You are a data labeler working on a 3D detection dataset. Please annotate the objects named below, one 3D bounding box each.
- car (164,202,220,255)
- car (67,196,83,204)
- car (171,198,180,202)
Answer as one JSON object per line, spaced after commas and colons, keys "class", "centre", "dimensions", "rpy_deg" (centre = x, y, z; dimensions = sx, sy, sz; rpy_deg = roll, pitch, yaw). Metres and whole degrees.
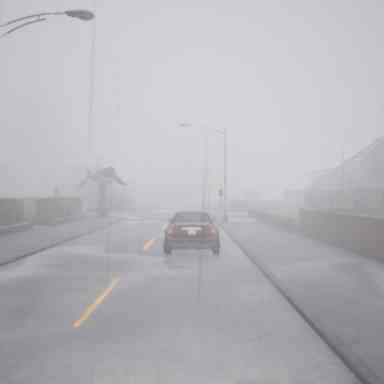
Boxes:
{"class": "car", "centre": [-0.002, 1.490, 14.074], "dimensions": [2.097, 1.767, 4.553], "rpy_deg": [0, -1, 0]}
{"class": "car", "centre": [-19.772, 1.520, 54.247], "dimensions": [1.905, 1.878, 3.866], "rpy_deg": [0, -1, 35]}
{"class": "car", "centre": [-4.020, 2.177, 83.305], "dimensions": [2.097, 1.767, 4.553], "rpy_deg": [0, -1, 0]}
